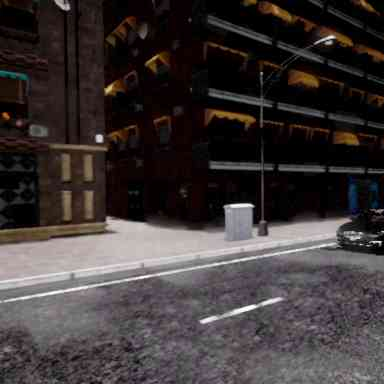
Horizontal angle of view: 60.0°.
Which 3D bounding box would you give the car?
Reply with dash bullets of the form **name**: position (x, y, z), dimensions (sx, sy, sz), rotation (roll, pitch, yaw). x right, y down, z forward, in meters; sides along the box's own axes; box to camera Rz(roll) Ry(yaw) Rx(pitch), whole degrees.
- **car**: position (7.640, 1.387, 13.115), dimensions (4.892, 1.490, 1.837), rotation (-1, 0, -35)
